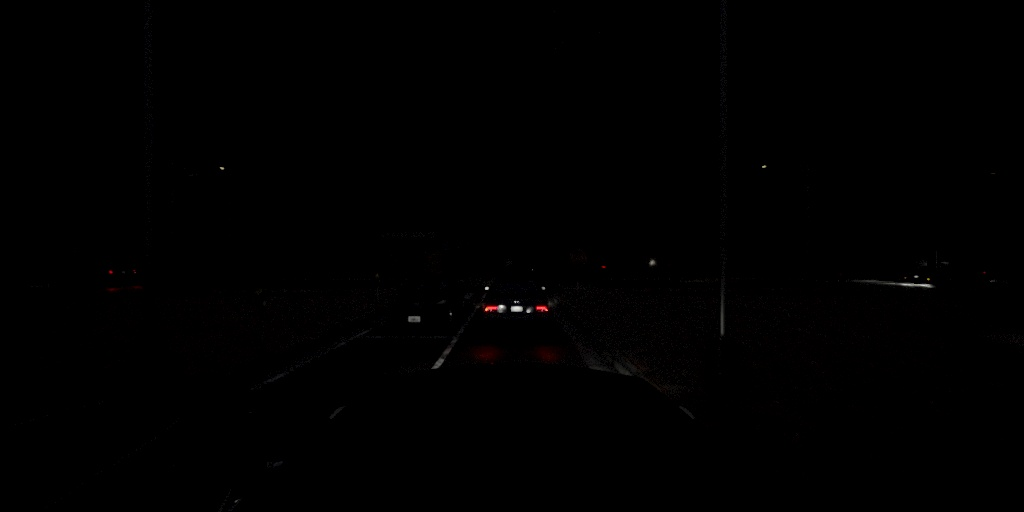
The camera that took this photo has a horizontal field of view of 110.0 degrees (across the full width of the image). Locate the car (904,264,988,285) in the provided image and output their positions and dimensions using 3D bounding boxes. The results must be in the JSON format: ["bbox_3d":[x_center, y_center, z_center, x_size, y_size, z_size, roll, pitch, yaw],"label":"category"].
[{"bbox_3d":[30.503,1.278,25.269,4.181,1.385,1.994,0,0,0],"label":"car"}]

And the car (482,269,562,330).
[{"bbox_3d":[0.102,1.310,11.060,2.033,1.411,5.357,0,0,0],"label":"car"}]

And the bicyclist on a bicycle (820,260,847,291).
[{"bbox_3d":[17.394,1.046,19.449,0.582,1.620,1.656,0,0,0],"label":"bicyclist on a bicycle"}]

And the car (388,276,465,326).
[{"bbox_3d":[-2.618,1.329,11.805,1.948,1.339,4.313,0,0,0],"label":"car"}]

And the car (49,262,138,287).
[{"bbox_3d":[-29.620,1.202,25.419,4.553,1.767,2.097,0,0,0],"label":"car"}]

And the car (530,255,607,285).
[{"bbox_3d":[3.872,0.984,25.340,5.566,2.045,2.150,0,0,0],"label":"car"}]

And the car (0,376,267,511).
[{"bbox_3d":[-2.640,1.315,0.900,1.948,1.339,4.313,0,0,0],"label":"car"}]
